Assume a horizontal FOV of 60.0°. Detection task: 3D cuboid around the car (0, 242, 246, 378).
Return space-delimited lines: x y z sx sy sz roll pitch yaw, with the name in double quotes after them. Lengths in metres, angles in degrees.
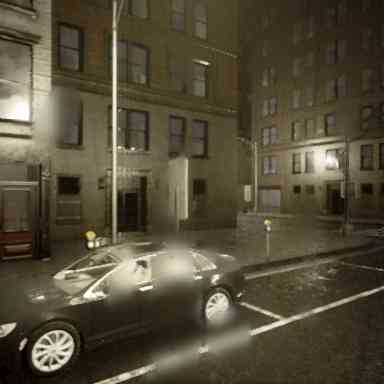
-1.059 1.558 5.438 4.403 1.369 2.008 0 0 -36 "car"
